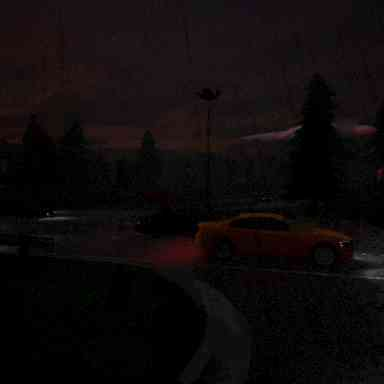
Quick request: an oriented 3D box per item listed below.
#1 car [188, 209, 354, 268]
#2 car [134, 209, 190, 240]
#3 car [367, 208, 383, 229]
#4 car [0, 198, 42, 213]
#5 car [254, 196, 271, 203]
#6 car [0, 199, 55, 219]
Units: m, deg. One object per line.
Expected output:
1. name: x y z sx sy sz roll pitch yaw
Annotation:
1. car: 2.623 1.449 11.082 5.008 1.535 1.882 0 0 18
2. car: 0.004 1.494 15.620 5.357 1.411 2.033 0 0 18
3. car: 12.567 1.509 18.887 4.674 1.442 1.812 0 0 18
4. car: -18.205 1.378 34.668 4.181 1.385 1.994 0 0 3
5. car: 13.940 1.397 65.835 1.994 1.385 4.181 0 0 -17
6. car: -14.121 1.401 27.580 5.357 1.411 2.033 0 0 18
